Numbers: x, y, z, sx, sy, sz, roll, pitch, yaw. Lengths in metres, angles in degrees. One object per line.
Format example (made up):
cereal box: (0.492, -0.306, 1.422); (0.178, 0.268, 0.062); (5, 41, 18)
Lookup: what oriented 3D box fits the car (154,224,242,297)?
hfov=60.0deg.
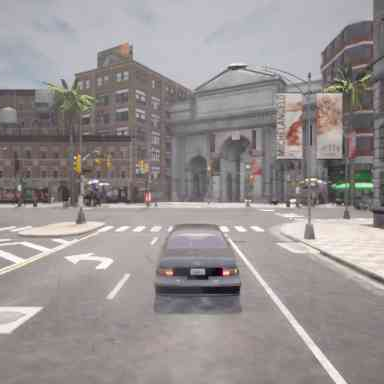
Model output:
car: (0.110, 1.547, 8.762); (2.033, 1.411, 5.357); (0, 0, 0)

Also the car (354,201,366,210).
car: (22.274, 1.562, 40.989); (4.181, 1.385, 1.994); (0, 0, 0)

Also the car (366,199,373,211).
car: (22.701, 1.524, 37.490); (4.674, 1.442, 1.812); (0, 0, 1)
